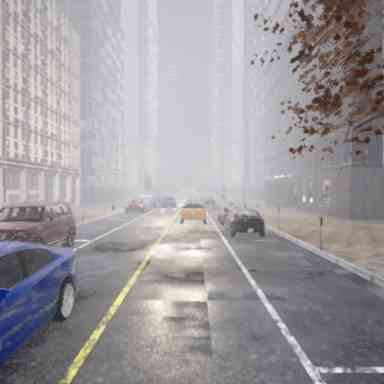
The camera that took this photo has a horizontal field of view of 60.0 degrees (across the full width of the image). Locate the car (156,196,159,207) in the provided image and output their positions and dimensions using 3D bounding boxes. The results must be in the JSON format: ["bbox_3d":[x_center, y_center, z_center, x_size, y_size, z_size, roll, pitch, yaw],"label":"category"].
[{"bbox_3d":[-5.698,1.457,45.916,1.947,1.339,4.313,0,0,0],"label":"car"}]

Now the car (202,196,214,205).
[{"bbox_3d":[2.682,1.401,57.292,1.887,1.381,4.507,0,0,0],"label":"car"}]

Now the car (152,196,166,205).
[{"bbox_3d":[-5.699,1.422,57.300,1.947,1.339,4.313,0,0,0],"label":"car"}]

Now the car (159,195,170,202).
[{"bbox_3d":[-5.700,1.385,68.684,1.947,1.339,4.313,0,0,0],"label":"car"}]

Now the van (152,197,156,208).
[{"bbox_3d":[-5.698,1.248,40.221,1.690,1.788,3.998,0,0,0],"label":"van"}]

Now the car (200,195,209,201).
[{"bbox_3d":[2.680,1.344,74.371,1.887,1.381,4.507,0,0,0],"label":"car"}]

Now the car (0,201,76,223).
[{"bbox_3d":[-5.696,1.291,11.762,2.192,1.841,5.009,0,0,0],"label":"car"}]

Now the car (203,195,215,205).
[{"bbox_3d":[2.683,1.440,51.600,1.947,1.339,4.313,0,0,0],"label":"car"}]

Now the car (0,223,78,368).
[{"bbox_3d":[-3.101,1.469,4.366,1.882,1.535,5.008,0,0,0],"label":"car"}]

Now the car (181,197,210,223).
[{"bbox_3d":[0.098,1.403,24.906,1.801,1.575,5.366,0,0,0],"label":"car"}]

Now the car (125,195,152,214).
[{"bbox_3d":[-5.697,1.362,34.530,1.967,1.590,4.097,0,0,0],"label":"car"}]

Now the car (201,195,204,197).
[{"bbox_3d":[0.097,1.449,41.927,2.033,1.411,5.357,0,0,0],"label":"car"}]

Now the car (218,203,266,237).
[{"bbox_3d":[2.685,1.513,17.443,2.008,1.369,4.403,0,0,0],"label":"car"}]

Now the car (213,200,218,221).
[{"bbox_3d":[2.685,1.475,23.307,1.752,1.417,4.829,0,0,0],"label":"car"}]

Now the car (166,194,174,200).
[{"bbox_3d":[-5.701,1.303,85.761,1.887,1.381,4.507,0,0,0],"label":"car"}]

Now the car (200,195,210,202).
[{"bbox_3d":[2.681,1.401,68.677,1.802,1.307,4.206,0,0,0],"label":"car"}]

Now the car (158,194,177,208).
[{"bbox_3d":[-3.092,1.369,45.669,1.882,1.535,5.008,0,0,0],"label":"car"}]
